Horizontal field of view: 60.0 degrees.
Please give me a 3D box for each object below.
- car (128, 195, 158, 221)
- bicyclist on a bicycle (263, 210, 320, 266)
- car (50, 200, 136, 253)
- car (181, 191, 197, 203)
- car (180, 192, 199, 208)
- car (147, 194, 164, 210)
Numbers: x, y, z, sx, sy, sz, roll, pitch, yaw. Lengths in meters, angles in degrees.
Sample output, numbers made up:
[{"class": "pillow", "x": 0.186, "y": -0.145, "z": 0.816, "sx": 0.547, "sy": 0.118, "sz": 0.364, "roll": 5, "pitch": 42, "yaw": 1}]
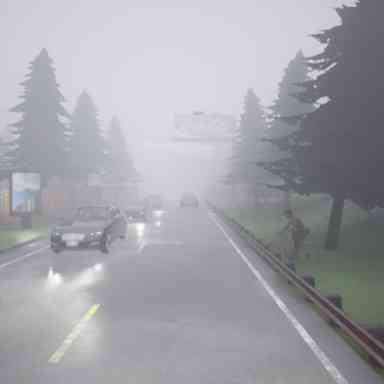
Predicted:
[{"class": "car", "x": -3.840, "y": 1.172, "z": 23.296, "sx": 2.033, "sy": 1.411, "sz": 5.357, "roll": 0, "pitch": 1, "yaw": -1}, {"class": "bicyclist on a bicycle", "x": 2.860, "y": 1.334, "z": 9.466, "sx": 1.656, "sy": 1.620, "sz": 0.582, "roll": 4, "pitch": 0, "yaw": -1}, {"class": "car", "x": -3.727, "y": 1.286, "z": 12.723, "sx": 2.128, "sy": 1.511, "sz": 4.902, "roll": 0, "pitch": 1, "yaw": -1}, {"class": "car", "x": -0.436, "y": 0.706, "z": 48.628, "sx": 2.128, "sy": 1.511, "sz": 4.902, "roll": 0, "pitch": 1, "yaw": -1}, {"class": "car", "x": -0.292, "y": 0.975, "z": 36.491, "sx": 1.994, "sy": 1.385, "sz": 4.181, "roll": 0, "pitch": 1, "yaw": -1}, {"class": "car", "x": -3.911, "y": 0.964, "z": 33.527, "sx": 1.837, "sy": 1.490, "sz": 4.892, "roll": 0, "pitch": 1, "yaw": 0}]
